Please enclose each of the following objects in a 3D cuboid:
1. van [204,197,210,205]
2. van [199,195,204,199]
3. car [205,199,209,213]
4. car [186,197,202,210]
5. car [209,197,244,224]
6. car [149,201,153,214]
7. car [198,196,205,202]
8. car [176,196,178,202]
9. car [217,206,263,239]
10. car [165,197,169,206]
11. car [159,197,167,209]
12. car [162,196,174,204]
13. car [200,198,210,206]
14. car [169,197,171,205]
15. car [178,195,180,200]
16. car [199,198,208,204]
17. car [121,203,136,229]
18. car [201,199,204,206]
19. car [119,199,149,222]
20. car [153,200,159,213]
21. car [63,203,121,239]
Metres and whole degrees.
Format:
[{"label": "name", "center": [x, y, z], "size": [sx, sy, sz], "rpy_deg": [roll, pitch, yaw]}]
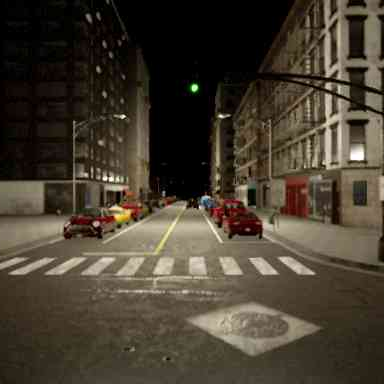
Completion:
[{"label": "van", "center": [2.630, 1.598, 39.592], "size": [1.690, 1.788, 3.998], "rpy_deg": [0, 0, 0]}, {"label": "van", "center": [2.626, 1.738, 61.229], "size": [1.690, 1.788, 3.998], "rpy_deg": [0, 0, 0]}, {"label": "car", "center": [2.631, 1.766, 34.181], "size": [1.887, 1.381, 4.507], "rpy_deg": [0, 0, 0]}, {"label": "car", "center": [0.084, 1.851, 48.885], "size": [1.812, 1.442, 4.674], "rpy_deg": [0, 0, 0]}, {"label": "car", "center": [2.632, 1.464, 23.364], "size": [2.192, 1.841, 5.009], "rpy_deg": [0, 0, 0]}, {"label": "car", "center": [-5.394, 1.771, 34.010], "size": [1.752, 1.417, 4.829], "rpy_deg": [0, 0, 0]}, {"label": "car", "center": [2.621, 2.049, 93.684], "size": [1.967, 1.590, 4.097], "rpy_deg": [0, 0, 0]}, {"label": "car", "center": [-5.403, 2.123, 88.103], "size": [1.752, 1.417, 4.829], "rpy_deg": [0, 0, 0]}, {"label": "car", "center": [2.634, 1.657, 17.953], "size": [1.887, 1.381, 4.507], "rpy_deg": [0, 0, 0]}, {"label": "car", "center": [-5.397, 1.954, 55.817], "size": [1.947, 1.339, 4.313], "rpy_deg": [0, 0, 0]}, {"label": "car", "center": [-5.397, 1.904, 50.408], "size": [2.008, 1.369, 4.403], "rpy_deg": [0, 0, 0]}, {"label": "car", "center": [-5.400, 1.773, 66.637], "size": [2.192, 1.841, 5.009], "rpy_deg": [0, 0, 0]}, {"label": "car", "center": [2.626, 1.959, 66.807], "size": [1.752, 1.417, 4.829], "rpy_deg": [0, 0, 0]}, {"label": "car", "center": [-5.398, 2.005, 61.226], "size": [1.802, 1.307, 4.206], "rpy_deg": [0, 0, 0]}, {"label": "car", "center": [-5.404, 1.950, 93.684], "size": [2.192, 1.841, 5.009], "rpy_deg": [0, 0, 0]}, {"label": "car", "center": [2.624, 2.047, 77.456], "size": [1.887, 1.381, 4.507], "rpy_deg": [0, 0, 0]}, {"label": "car", "center": [-5.393, 1.699, 23.191], "size": [1.752, 1.417, 4.829], "rpy_deg": [0, 0, 0]}, {"label": "car", "center": [2.629, 1.858, 45.000], "size": [1.947, 1.339, 4.313], "rpy_deg": [0, 0, 0]}, {"label": "car", "center": [-5.394, 1.526, 28.772], "size": [2.192, 1.841, 5.009], "rpy_deg": [0, 0, 0]}, {"label": "car", "center": [-5.395, 1.849, 39.589], "size": [1.947, 1.339, 4.313], "rpy_deg": [0, 0, 0]}, {"label": "car", "center": [-5.392, 1.578, 17.952], "size": [1.967, 1.590, 4.097], "rpy_deg": [0, 0, 0]}]
